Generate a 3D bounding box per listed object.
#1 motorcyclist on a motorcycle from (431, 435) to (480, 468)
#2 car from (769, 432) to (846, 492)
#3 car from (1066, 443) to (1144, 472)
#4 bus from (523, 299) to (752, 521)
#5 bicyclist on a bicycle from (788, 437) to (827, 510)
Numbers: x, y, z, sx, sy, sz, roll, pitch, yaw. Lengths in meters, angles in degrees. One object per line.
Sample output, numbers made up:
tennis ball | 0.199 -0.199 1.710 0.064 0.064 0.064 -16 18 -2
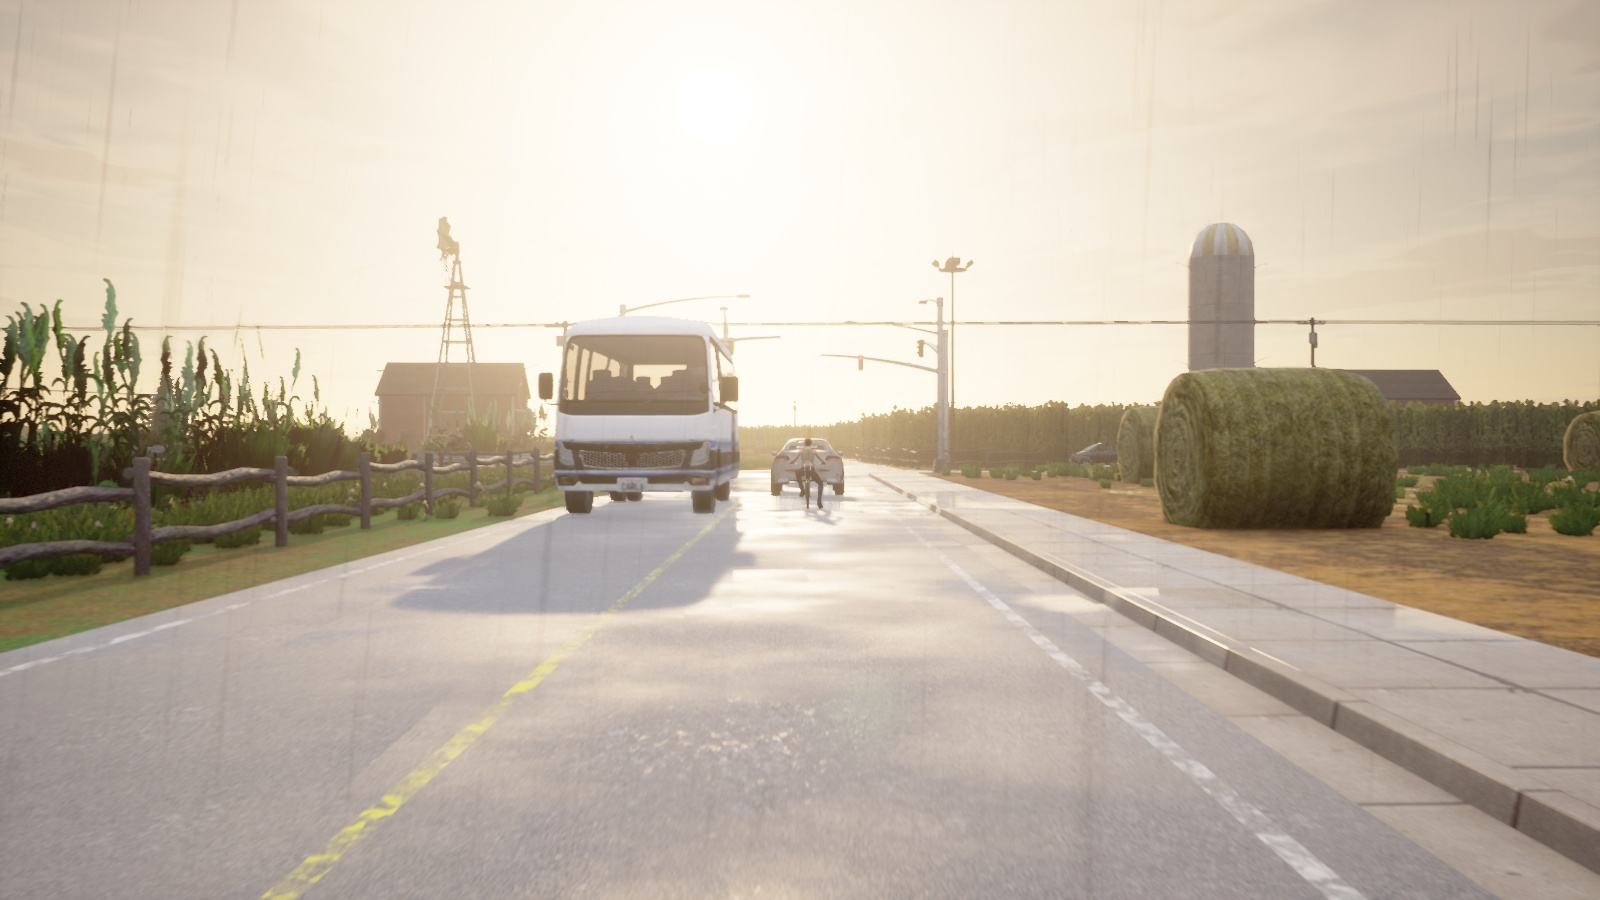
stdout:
motorcyclist on a motorcycle | -17.424 0.073 63.581 2.191 1.530 0.866 3 0 3
car | 0.226 0.315 37.322 2.152 1.651 5.027 0 0 0
car | 16.227 0.396 66.870 3.705 1.549 1.789 0 0 -2
bus | -3.317 -0.798 29.259 3.944 4.253 10.273 0 0 0
bicyclist on a bicycle | 0.176 0.522 28.595 0.866 1.612 1.509 0 0 0
